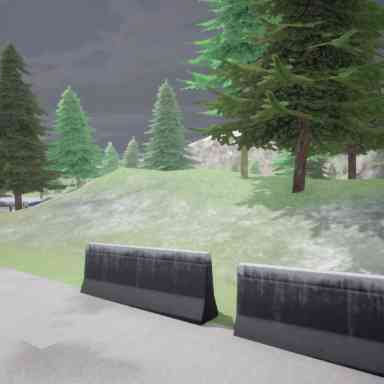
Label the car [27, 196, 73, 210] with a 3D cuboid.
[{"bbox_3d":[-18.452,1.374,42.769,5.008,1.535,1.882,0,0,-42],"label":"car"}]

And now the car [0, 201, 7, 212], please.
[{"bbox_3d":[-21.855,1.398,34.364,2.128,1.511,4.902,0,0,42],"label":"car"}]
